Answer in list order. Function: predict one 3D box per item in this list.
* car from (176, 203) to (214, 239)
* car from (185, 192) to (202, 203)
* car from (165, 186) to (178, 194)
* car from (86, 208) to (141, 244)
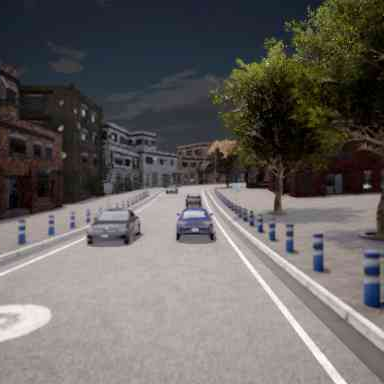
[{"bbox_3d":[0.145,1.524,17.357,1.812,1.442,4.674,0,1,0],"label":"car"},{"bbox_3d":[0.174,0.777,39.313,2.128,1.511,4.902,0,3,0],"label":"car"},{"bbox_3d":[-3.451,-0.348,57.341,1.994,1.385,4.181,0,4,1],"label":"car"},{"bbox_3d":[-3.572,1.534,15.931,1.812,1.442,4.674,0,0,0],"label":"car"}]
